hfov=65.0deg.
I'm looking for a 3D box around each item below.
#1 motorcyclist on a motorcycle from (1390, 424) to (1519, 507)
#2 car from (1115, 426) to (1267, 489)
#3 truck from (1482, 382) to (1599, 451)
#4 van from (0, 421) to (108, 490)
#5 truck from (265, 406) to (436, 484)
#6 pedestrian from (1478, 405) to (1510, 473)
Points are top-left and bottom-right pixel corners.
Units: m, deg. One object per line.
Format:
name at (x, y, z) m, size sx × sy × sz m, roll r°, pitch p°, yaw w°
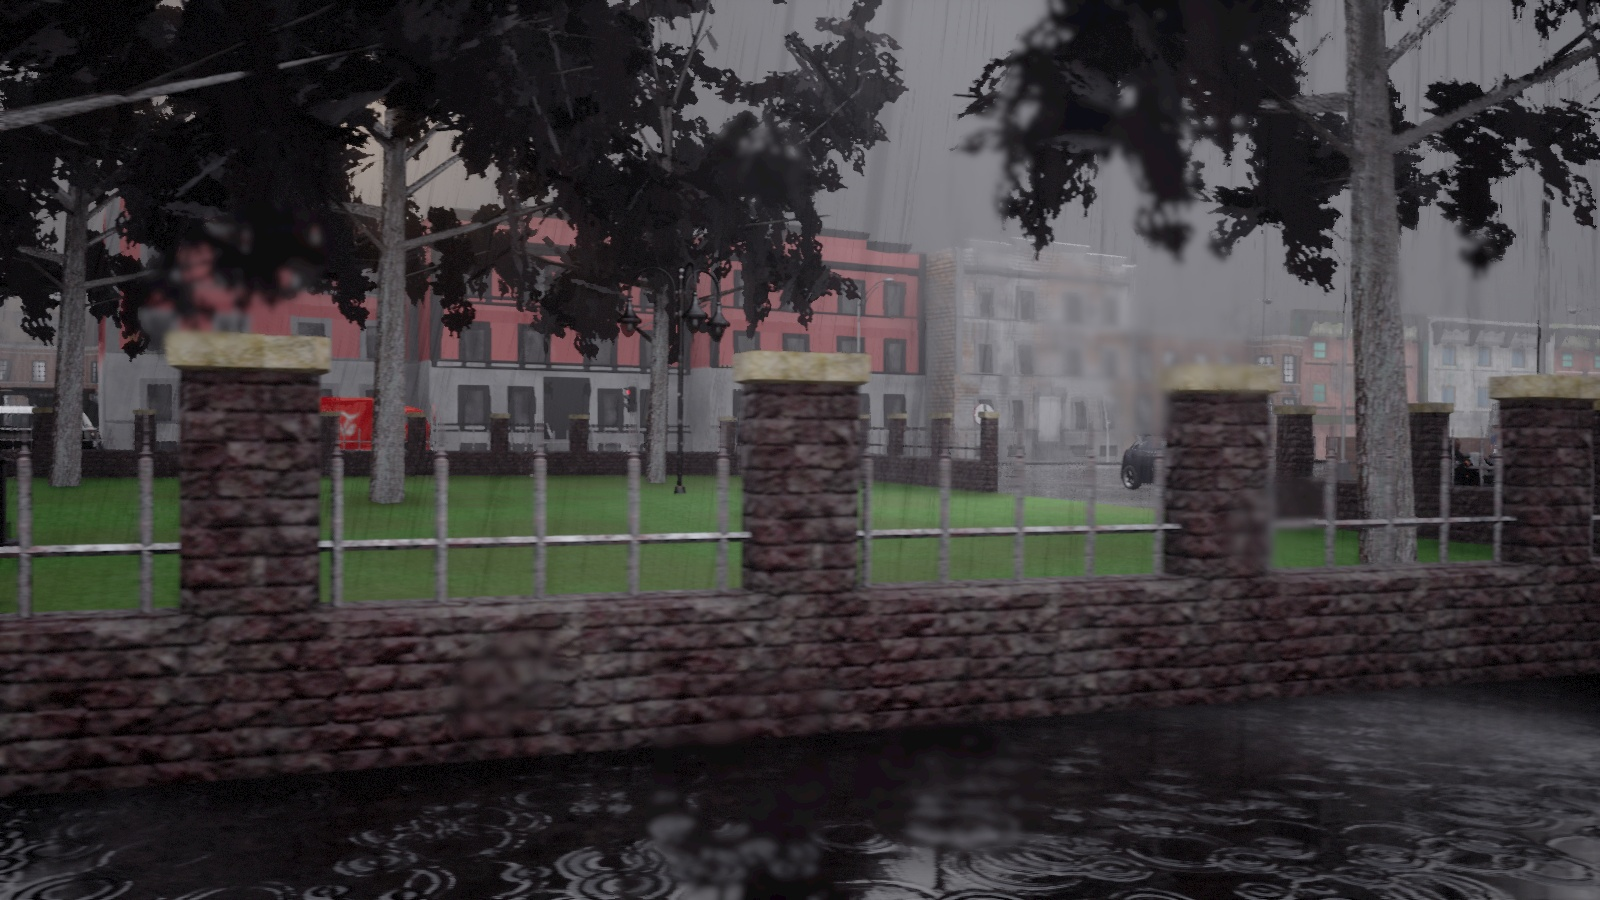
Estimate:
motorcyclist on a motorcycle at (12.729, 0.266, 24.494) m, size 0.866 × 1.530 × 2.191 m, roll -1°, pitch 1°, yaw -21°
car at (9.958, 0.149, 32.228) m, size 1.845 × 1.501 × 3.633 m, roll -1°, pitch 1°, yaw -21°
truck at (40.234, -1.788, 66.277) m, size 7.936 × 3.462 × 2.891 m, roll -1°, pitch 1°, yaw -20°
van at (-24.165, 0.167, 38.914) m, size 4.480 × 2.038 × 2.069 m, roll -1°, pitch 1°, yaw -20°
truck at (-15.027, -0.211, 42.209) m, size 5.204 × 2.467 × 2.627 m, roll -1°, pitch 1°, yaw -19°
pedestrian at (18.921, -0.299, 34.238) m, size 0.354 × 1.836 × 0.706 m, roll -1°, pitch 1°, yaw -14°
